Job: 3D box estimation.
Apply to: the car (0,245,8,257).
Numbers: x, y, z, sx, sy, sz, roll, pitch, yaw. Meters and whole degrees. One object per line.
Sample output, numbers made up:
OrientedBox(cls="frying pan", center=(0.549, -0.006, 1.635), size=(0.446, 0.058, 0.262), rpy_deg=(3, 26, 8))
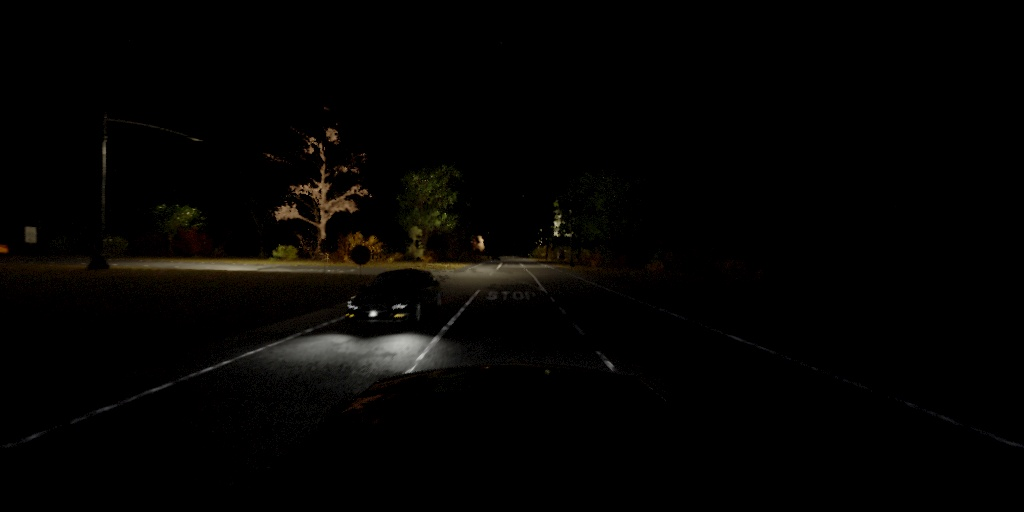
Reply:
OrientedBox(cls="car", center=(-49.346, -0.734, 32.692), size=(5.008, 1.535, 1.882), rpy_deg=(2, 0, 0))

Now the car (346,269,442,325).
OrientedBox(cls="car", center=(-3.505, 1.204, 11.467), size=(1.837, 1.490, 4.892), rpy_deg=(0, 0, 0))
